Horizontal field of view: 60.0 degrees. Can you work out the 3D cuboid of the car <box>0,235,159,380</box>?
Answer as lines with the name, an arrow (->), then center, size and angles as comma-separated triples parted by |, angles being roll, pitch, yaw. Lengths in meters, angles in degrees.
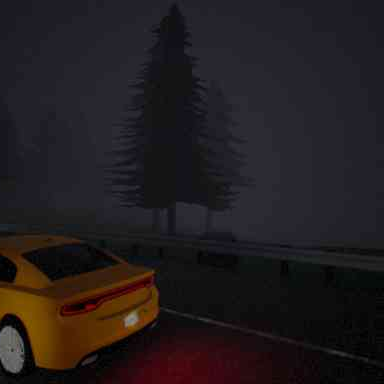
car -> -2.869, 1.459, 5.496 | 5.008, 1.535, 1.882 | 0, 0, 32
